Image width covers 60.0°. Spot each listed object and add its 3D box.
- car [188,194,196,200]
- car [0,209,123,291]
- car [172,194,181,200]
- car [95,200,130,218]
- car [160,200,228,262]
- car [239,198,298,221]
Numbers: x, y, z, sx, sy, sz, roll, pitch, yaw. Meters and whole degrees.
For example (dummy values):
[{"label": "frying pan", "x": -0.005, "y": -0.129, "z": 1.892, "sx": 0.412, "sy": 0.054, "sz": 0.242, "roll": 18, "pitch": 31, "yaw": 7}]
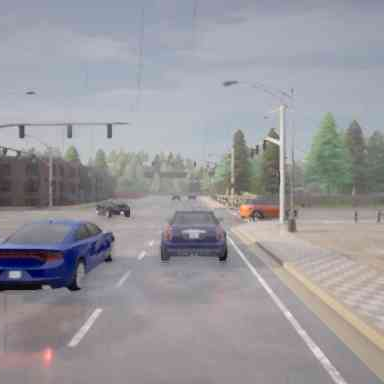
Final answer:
[{"label": "car", "x": -0.013, "y": 1.174, "z": 74.728, "sx": 1.837, "sy": 1.490, "sz": 4.892, "roll": 0, "pitch": 0, "yaw": 0}, {"label": "car", "x": -3.444, "y": 1.457, "z": 8.984, "sx": 1.882, "sy": 1.535, "sz": 5.008, "roll": 0, "pitch": 0, "yaw": 0}, {"label": "car", "x": -3.513, "y": 1.174, "z": 74.727, "sx": 1.837, "sy": 1.490, "sz": 4.892, "roll": 0, "pitch": 0, "yaw": 0}, {"label": "car", "x": -7.004, "y": 1.437, "z": 29.054, "sx": 1.837, "sy": 1.490, "sz": 4.892, "roll": 2, "pitch": -1, "yaw": -33}, {"label": "car", "x": 0.073, "y": 1.324, "z": 12.127, "sx": 2.097, "sy": 1.767, "sz": 4.553, "roll": 0, "pitch": 0, "yaw": 0}, {"label": "car", "x": 6.112, "y": 1.290, "z": 26.377, "sx": 4.553, "sy": 1.767, "sz": 2.097, "roll": 0, "pitch": 1, "yaw": -19}]
